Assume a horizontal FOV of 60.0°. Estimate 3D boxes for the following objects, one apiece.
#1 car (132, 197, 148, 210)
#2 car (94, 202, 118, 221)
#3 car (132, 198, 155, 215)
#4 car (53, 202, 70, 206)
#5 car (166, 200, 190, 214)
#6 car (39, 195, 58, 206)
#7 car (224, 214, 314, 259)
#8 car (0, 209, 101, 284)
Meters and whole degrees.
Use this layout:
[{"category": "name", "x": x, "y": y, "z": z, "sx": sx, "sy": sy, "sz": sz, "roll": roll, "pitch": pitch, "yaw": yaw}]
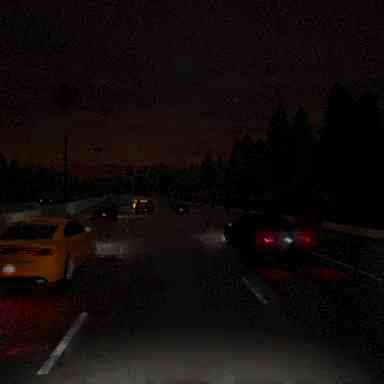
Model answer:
[{"category": "car", "x": -6.887, "y": 1.477, "z": 43.986, "sx": 1.882, "sy": 1.535, "sz": 5.008, "roll": 0, "pitch": 0, "yaw": -11}, {"category": "car", "x": -7.073, "y": 1.525, "z": 27.272, "sx": 1.812, "sy": 1.442, "sz": 4.674, "roll": 0, "pitch": 0, "yaw": -11}, {"category": "car", "x": -4.901, "y": 1.491, "z": 34.176, "sx": 2.128, "sy": 1.511, "sz": 4.902, "roll": 0, "pitch": 0, "yaw": -11}, {"category": "car", "x": -18.737, "y": 1.547, "z": 48.564, "sx": 2.033, "sy": 1.411, "sz": 5.357, "roll": 0, "pitch": 0, "yaw": -11}, {"category": "car", "x": -1.519, "y": 1.526, "z": 35.104, "sx": 1.812, "sy": 1.442, "sz": 4.674, "roll": 0, "pitch": 0, "yaw": -11}, {"category": "car", "x": -23.538, "y": 1.352, "z": 54.696, "sx": 2.097, "sy": 1.767, "sz": 4.553, "roll": 0, "pitch": 0, "yaw": -11}, {"category": "car", "x": 2.636, "y": 1.547, "z": 12.681, "sx": 2.033, "sy": 1.411, "sz": 5.357, "roll": 0, "pitch": 0, "yaw": -7}, {"category": "car", "x": -4.083, "y": 1.477, "z": 9.487, "sx": 1.882, "sy": 1.535, "sz": 5.008, "roll": 0, "pitch": 0, "yaw": -6}]
